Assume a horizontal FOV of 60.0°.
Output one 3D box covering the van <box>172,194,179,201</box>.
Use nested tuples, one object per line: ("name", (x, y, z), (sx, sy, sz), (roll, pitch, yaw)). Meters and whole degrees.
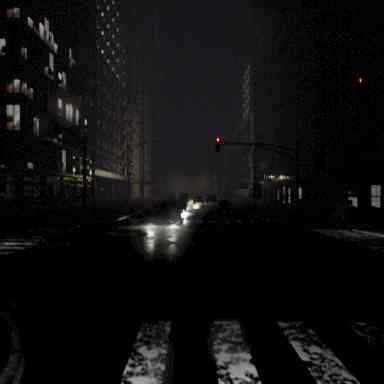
("van", (-4.242, 1.305, 85.957), (1.690, 1.788, 3.998), (0, 0, 0))

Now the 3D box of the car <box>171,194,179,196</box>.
("car", (-4.134, 1.556, 63.846), (1.947, 1.339, 4.313), (0, 0, 0))

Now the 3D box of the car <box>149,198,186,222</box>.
("car", (-1.973, 1.494, 26.425), (1.882, 1.535, 5.008), (0, 0, 6))

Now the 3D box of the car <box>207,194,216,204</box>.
("car", (3.746, 1.305, 63.884), (2.192, 1.841, 5.009), (0, 0, 0))

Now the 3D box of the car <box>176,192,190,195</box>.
("car", (-1.587, 1.017, 67.509), (2.150, 2.045, 5.566), (0, 0, 0))

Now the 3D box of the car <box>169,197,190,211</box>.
("car", (-1.547, 1.610, 40.215), (1.895, 1.301, 4.718), (0, 0, 0))

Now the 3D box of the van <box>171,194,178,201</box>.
("van", (-4.215, 1.312, 80.429), (1.690, 1.788, 3.998), (0, 0, 0))

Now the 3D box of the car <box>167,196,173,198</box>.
("car", (-4.055, 1.587, 47.264), (1.802, 1.307, 4.206), (0, 0, 0))

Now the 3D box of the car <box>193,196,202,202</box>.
("car", (1.145, 1.520, 73.303), (2.033, 1.411, 5.357), (0, 0, 0))

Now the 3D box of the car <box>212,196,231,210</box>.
("car", (3.902, 1.574, 41.776), (1.947, 1.339, 4.313), (0, 0, 0))

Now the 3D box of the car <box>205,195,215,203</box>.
("car", (3.719, 1.424, 69.413), (1.967, 1.590, 4.097), (0, 0, 0))

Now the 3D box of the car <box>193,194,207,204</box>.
("car", (1.271, 1.517, 62.997), (1.812, 1.442, 4.674), (0, 0, 0))

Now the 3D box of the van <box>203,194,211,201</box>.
("van", (3.665, 1.312, 80.467), (1.690, 1.788, 3.998), (0, 0, 0))

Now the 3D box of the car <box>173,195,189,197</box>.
("car", (-1.604, 1.603, 52.146), (1.895, 1.301, 4.718), (0, 0, 0))
